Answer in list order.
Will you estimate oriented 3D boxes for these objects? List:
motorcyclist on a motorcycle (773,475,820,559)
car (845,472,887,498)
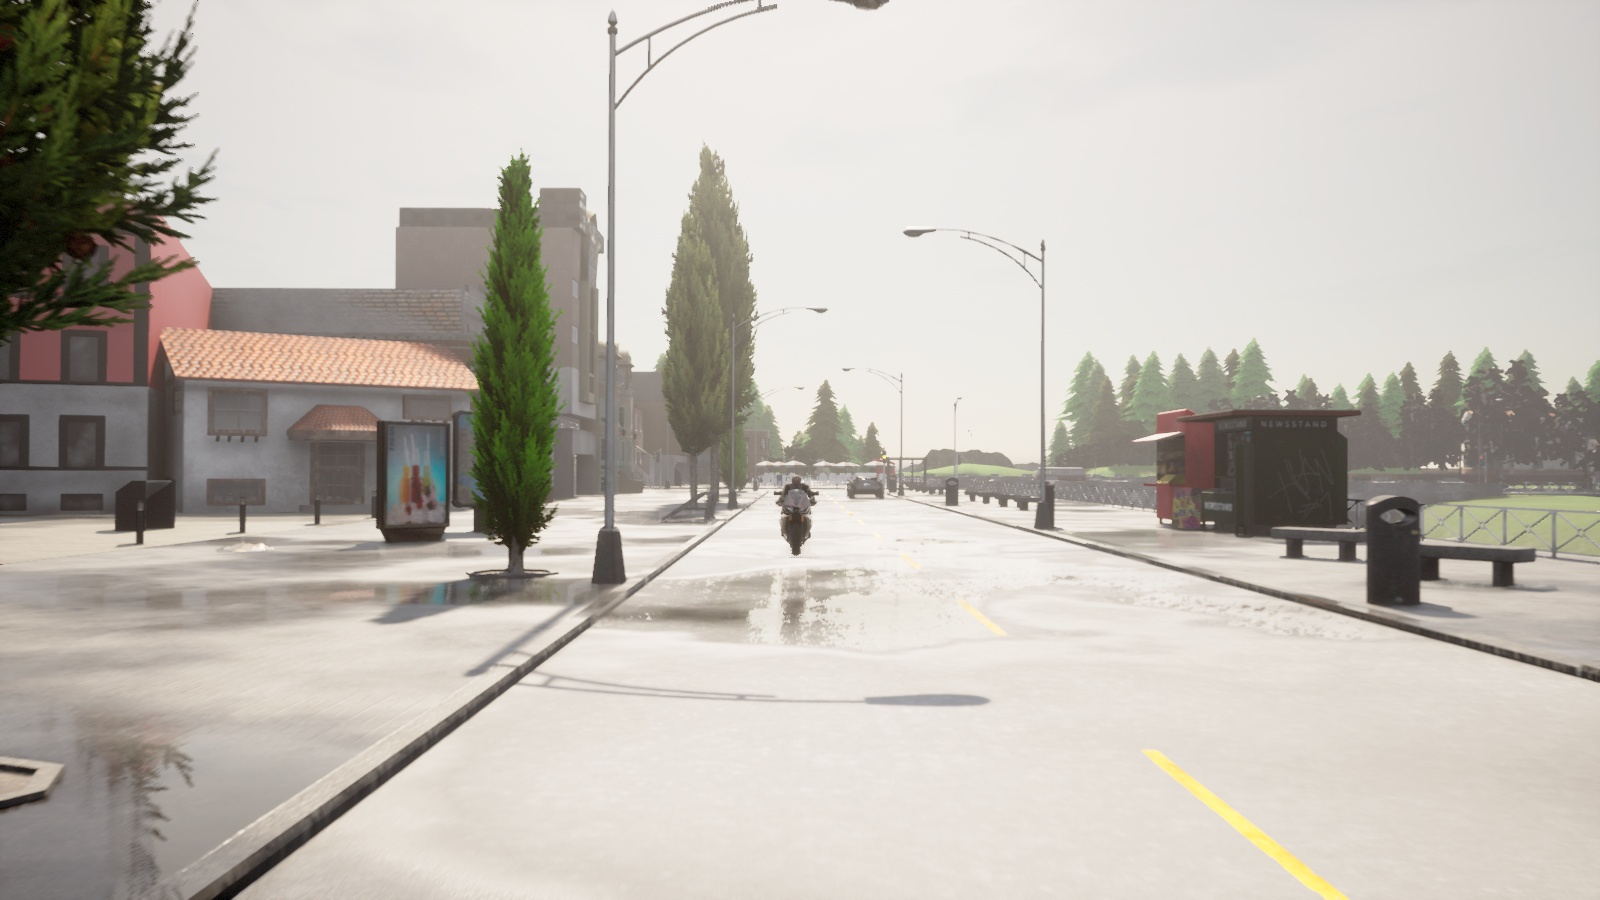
[{"bbox_3d":[-0.063,1.254,24.137,0.866,1.530,2.191,0,-1,0],"label":"motorcyclist on a motorcycle"},{"bbox_3d":[3.808,2.029,73.439,2.163,1.488,4.792,0,-1,0],"label":"car"}]
